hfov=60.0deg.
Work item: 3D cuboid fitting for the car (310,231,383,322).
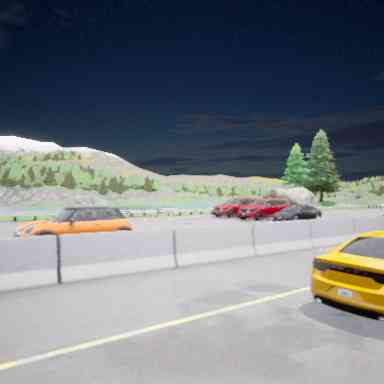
[{"bbox_3d":[4.587,1.564,7.020,5.008,1.535,1.882,1,0,-36],"label":"car"}]

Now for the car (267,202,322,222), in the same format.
[{"bbox_3d":[8.697,1.811,27.275,4.892,1.490,1.837,1,0,-36],"label":"car"}]

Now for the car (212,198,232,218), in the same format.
[{"bbox_3d":[4.608,1.572,32.957,5.566,2.045,2.150,1,0,-36],"label":"car"}]

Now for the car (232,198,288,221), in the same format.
[{"bbox_3d":[6.641,1.583,30.108,5.566,2.045,2.150,1,0,-36],"label":"car"}]

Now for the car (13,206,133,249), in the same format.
[{"bbox_3d":[-4.705,1.394,13.529,4.553,1.767,2.097,1,0,-35],"label":"car"}]
